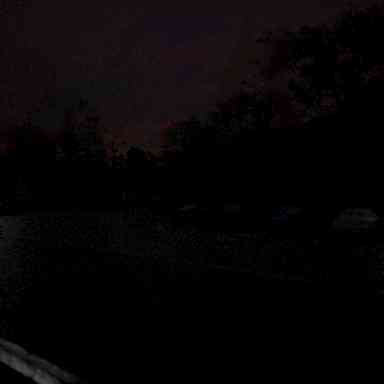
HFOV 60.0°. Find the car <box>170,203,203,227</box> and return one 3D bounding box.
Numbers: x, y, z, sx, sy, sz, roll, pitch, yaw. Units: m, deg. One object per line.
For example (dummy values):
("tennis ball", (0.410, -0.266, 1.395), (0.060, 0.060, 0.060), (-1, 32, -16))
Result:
("car", (0.410, 1.476, 22.254), (2.002, 1.452, 4.674), (0, 0, 36))

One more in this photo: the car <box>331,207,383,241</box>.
("car", (8.301, 1.490, 16.617), (2.002, 1.452, 4.674), (0, 0, 36))

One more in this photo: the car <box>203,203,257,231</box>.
("car", (3.074, 1.442, 20.347), (2.231, 1.521, 4.892), (0, 0, 36))

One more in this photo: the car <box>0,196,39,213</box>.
("car", (-19.373, 1.273, 36.427), (2.185, 1.767, 4.553), (0, 0, 35))

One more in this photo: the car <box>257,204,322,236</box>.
("car", (5.744, 1.445, 18.454), (2.097, 1.535, 5.008), (0, 0, 36))
